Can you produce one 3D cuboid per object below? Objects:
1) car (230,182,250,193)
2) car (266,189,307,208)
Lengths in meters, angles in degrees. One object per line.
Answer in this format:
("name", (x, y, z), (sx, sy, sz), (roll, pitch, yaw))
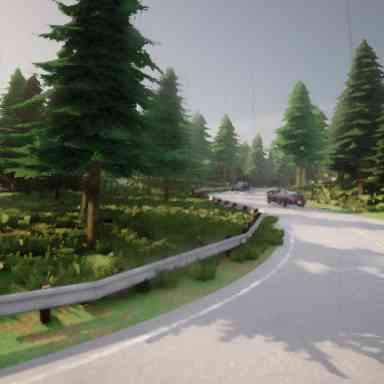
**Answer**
("car", (7.120, -0.728, 49.056), (1.837, 1.490, 4.892), (0, 2, 28))
("car", (7.846, 0.459, 27.898), (1.812, 1.442, 4.674), (2, 3, -11))
